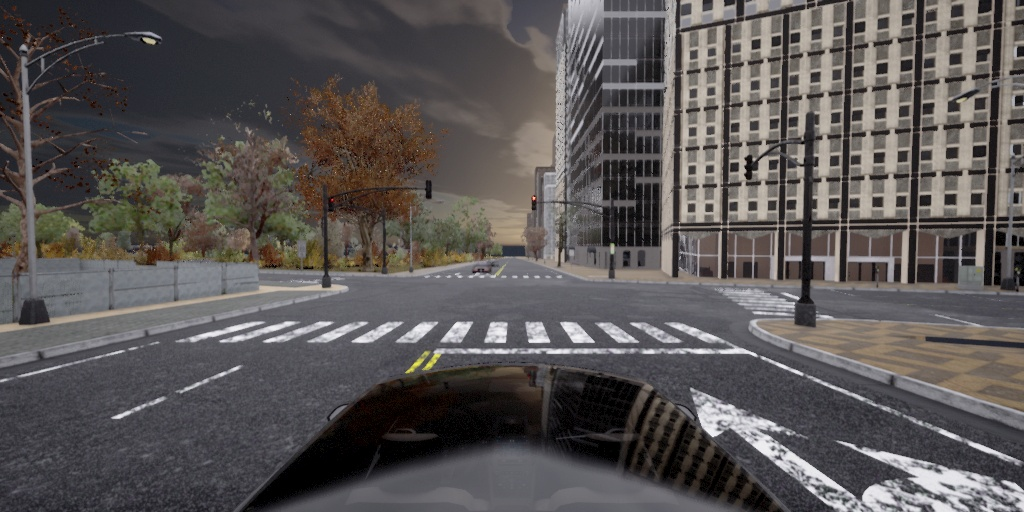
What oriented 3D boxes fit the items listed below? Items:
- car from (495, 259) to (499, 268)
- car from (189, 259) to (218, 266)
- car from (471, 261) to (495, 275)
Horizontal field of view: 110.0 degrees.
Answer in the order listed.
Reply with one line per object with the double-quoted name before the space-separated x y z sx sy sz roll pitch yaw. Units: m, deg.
"car" -3.176 1.272 59.845 1.994 1.385 4.181 0 0 0
"car" -25.901 1.041 30.304 4.902 1.511 2.128 1 2 21
"car" -3.202 1.312 38.854 1.994 1.385 4.181 0 1 0
